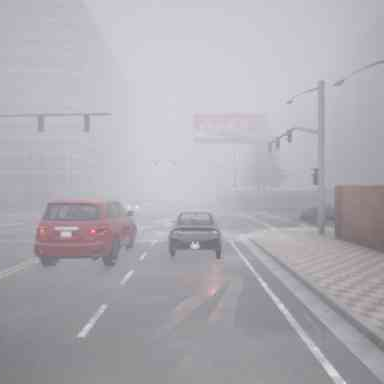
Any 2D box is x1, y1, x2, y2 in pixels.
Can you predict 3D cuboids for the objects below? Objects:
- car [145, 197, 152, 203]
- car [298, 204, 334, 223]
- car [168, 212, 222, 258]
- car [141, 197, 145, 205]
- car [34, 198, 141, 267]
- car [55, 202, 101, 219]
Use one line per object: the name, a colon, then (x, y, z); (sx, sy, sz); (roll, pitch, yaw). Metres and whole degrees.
car: (-10.331, 1.804, 76.458); (1.895, 1.301, 4.718); (0, 0, 0)
car: (10.345, 1.633, 25.470); (4.181, 1.385, 1.994); (0, 0, 0)
car: (0.142, 1.527, 13.017); (2.128, 1.511, 4.902); (0, 0, 1)
car: (-10.399, 1.767, 60.892); (1.895, 1.301, 4.718); (0, 0, 1)
car: (-3.412, 1.252, 11.668); (2.150, 2.045, 5.566); (0, 0, 0)
car: (-10.438, 1.648, 30.385); (4.181, 1.385, 1.994); (0, 0, 37)
